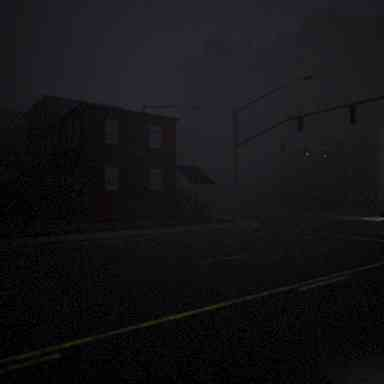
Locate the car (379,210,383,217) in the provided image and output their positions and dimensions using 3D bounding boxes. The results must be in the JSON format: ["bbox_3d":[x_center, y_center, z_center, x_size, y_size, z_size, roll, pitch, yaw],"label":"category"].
[{"bbox_3d":[16.374,1.488,23.808,2.033,1.411,5.357,0,0,-25],"label":"car"}]
